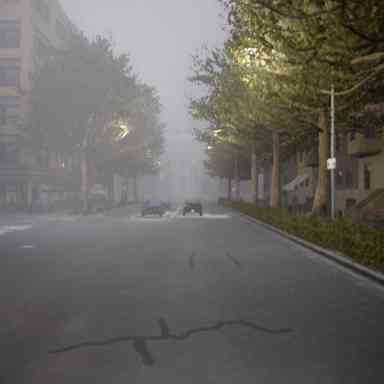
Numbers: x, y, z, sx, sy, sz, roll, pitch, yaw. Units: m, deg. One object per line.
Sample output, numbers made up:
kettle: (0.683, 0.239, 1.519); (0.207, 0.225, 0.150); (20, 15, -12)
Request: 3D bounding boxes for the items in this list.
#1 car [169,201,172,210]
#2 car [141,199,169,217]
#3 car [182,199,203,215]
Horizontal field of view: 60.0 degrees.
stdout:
car: (-3.621, 1.597, 41.824); (1.895, 1.301, 4.718); (0, 0, 0)
car: (-3.639, 1.474, 31.998); (1.882, 1.535, 5.008); (0, 0, 1)
car: (0.064, 1.501, 33.556); (1.837, 1.490, 4.892); (0, 0, 0)
